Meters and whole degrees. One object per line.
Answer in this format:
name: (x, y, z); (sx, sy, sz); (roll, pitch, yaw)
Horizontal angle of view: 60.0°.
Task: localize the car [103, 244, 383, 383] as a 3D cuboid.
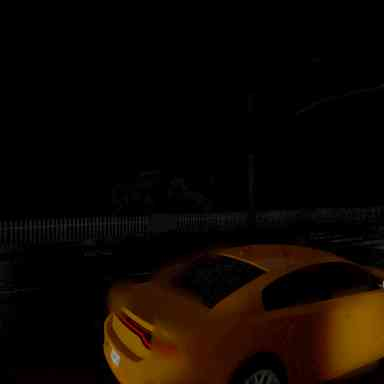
car: (1.377, 1.478, 4.560); (5.008, 1.535, 1.882); (0, 0, -30)
